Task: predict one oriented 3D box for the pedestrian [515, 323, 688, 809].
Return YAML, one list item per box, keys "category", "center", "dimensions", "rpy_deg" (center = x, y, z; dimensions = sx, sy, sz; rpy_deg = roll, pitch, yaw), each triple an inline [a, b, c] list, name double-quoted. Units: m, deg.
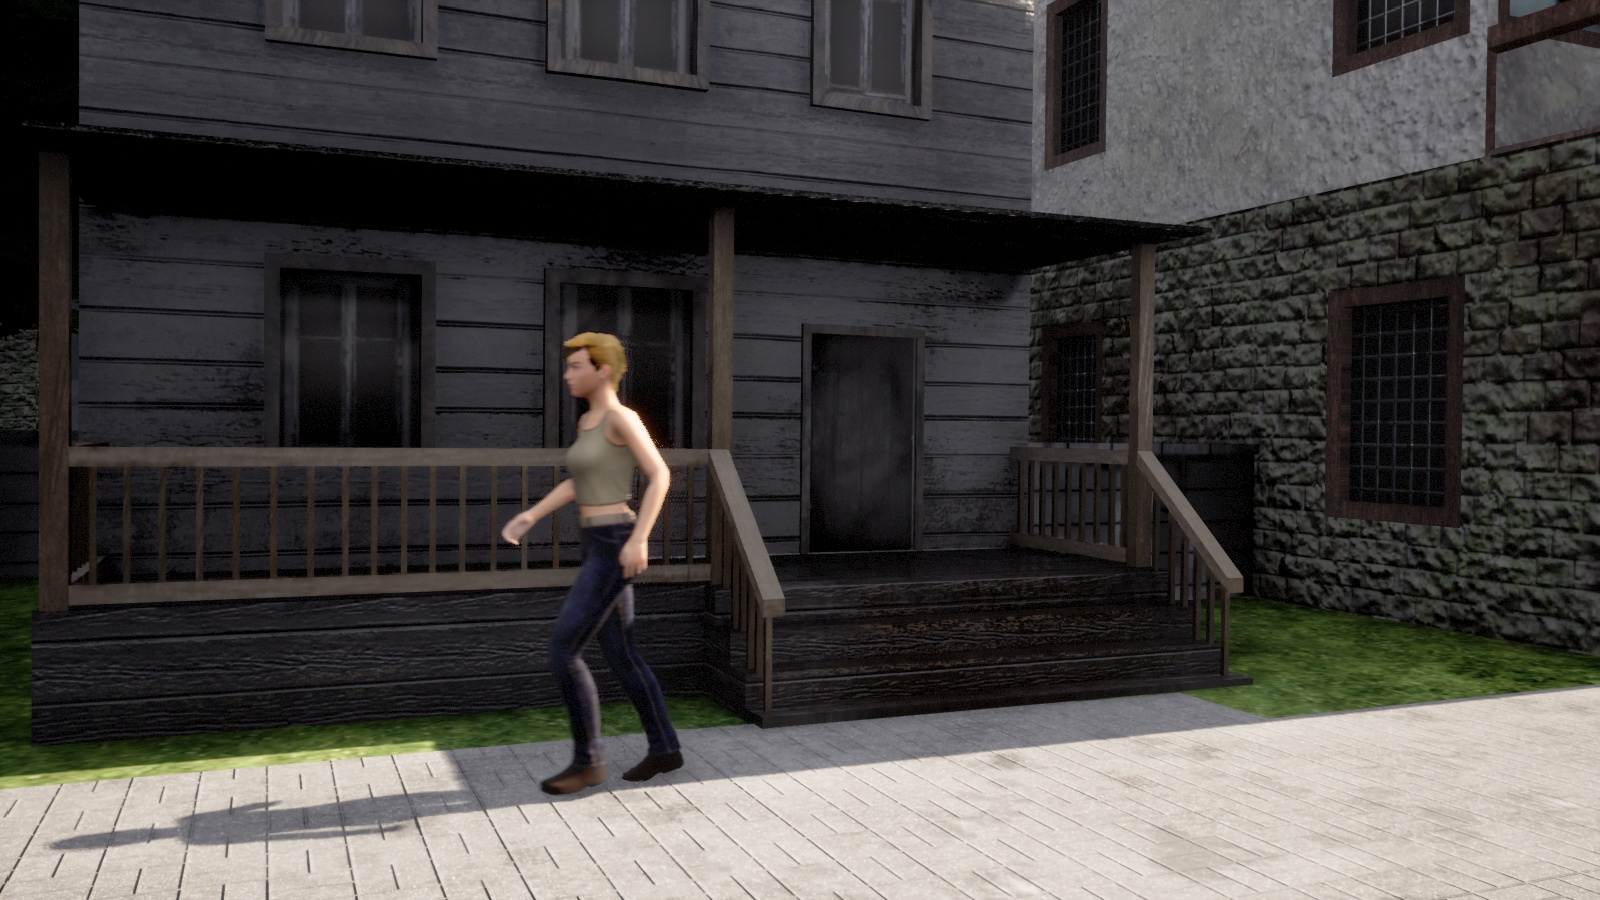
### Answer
- category: "pedestrian"
  center: [-0.794, 0.435, 5.009]
  dimensions: [0.594, 1.836, 0.345]
  rpy_deg: [-1, 1, -22]
